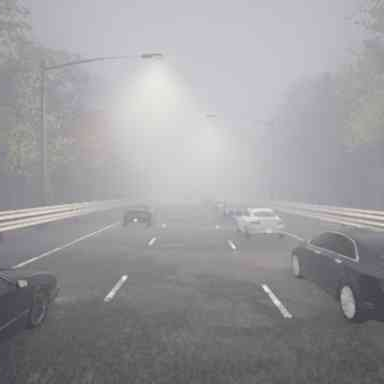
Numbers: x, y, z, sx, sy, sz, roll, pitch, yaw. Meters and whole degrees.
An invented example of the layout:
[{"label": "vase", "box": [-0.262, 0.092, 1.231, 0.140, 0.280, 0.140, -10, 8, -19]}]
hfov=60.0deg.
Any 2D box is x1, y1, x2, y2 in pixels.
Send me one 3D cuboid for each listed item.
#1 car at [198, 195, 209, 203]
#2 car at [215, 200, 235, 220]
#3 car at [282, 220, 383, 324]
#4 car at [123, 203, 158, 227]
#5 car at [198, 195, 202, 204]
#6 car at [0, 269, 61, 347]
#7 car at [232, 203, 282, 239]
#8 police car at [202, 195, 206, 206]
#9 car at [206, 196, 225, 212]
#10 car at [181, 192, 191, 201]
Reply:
[{"label": "car", "box": [2.433, 1.407, 72.339, 2.033, 1.649, 4.856, 0, 0, -2]}, {"label": "car", "box": [3.325, 1.598, 28.229, 1.895, 1.301, 4.718, 0, 0, -1]}, {"label": "car", "box": [3.578, 1.505, 7.131, 1.837, 1.490, 4.892, 0, 0, 0]}, {"label": "car", "box": [-3.526, 1.504, 23.012, 1.837, 1.490, 4.892, 0, 0, -1]}, {"label": "car", "box": [2.726, 1.531, 61.306, 2.033, 1.411, 5.357, 0, 0, -1]}, {"label": "car", "box": [-3.408, 1.548, 3.852, 2.033, 1.411, 5.357, 0, 0, 0]}, {"label": "car", "box": [3.431, 1.525, 17.162, 1.812, 1.442, 4.674, 0, 0, 0]}, {"label": "police car", "box": [2.971, 1.415, 50.381, 1.930, 1.638, 5.238, 0, 0, -1]}, {"label": "car", "box": [3.171, 1.498, 39.265, 2.163, 1.488, 4.792, 0, 0, -1]}, {"label": "car", "box": [-1.327, 1.130, 81.156, 2.150, 2.045, 5.566, 0, 0, -2]}]
